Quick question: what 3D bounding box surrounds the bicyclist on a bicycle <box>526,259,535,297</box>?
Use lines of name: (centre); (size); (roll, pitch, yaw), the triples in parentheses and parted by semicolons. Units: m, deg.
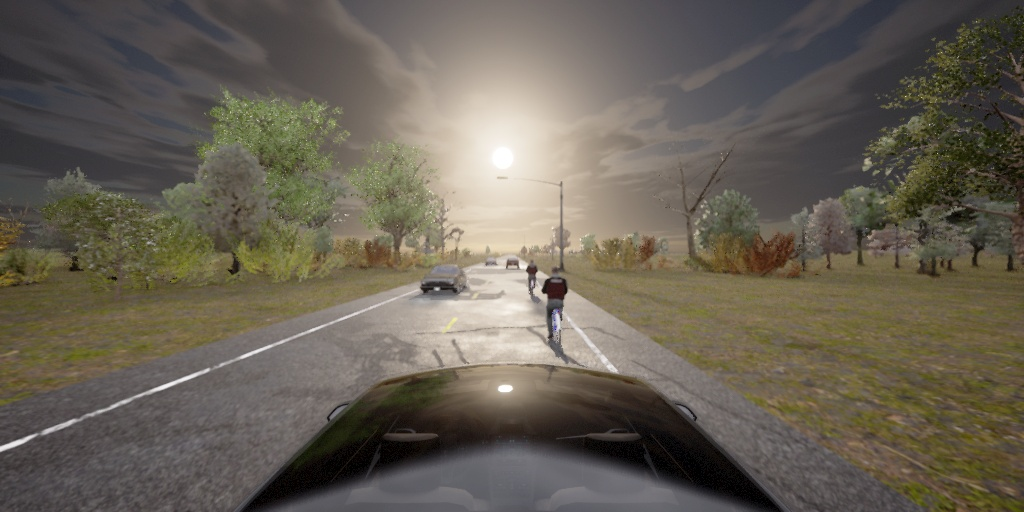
bicyclist on a bicycle: (0.965, 1.030, 17.364); (0.659, 1.776, 1.843); (0, 1, 0)

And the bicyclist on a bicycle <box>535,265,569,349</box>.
bicyclist on a bicycle: (0.963, 1.084, 8.155); (0.659, 1.776, 1.843); (0, 1, 0)

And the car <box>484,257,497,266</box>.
car: (-3.549, 0.923, 60.669); (1.812, 1.442, 4.674); (0, 0, 0)

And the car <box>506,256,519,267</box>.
car: (0.106, 0.915, 54.237); (1.882, 1.535, 5.008); (0, 0, 0)

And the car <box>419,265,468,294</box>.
car: (-3.597, 1.192, 19.877); (2.033, 1.411, 5.357); (0, 0, 0)
